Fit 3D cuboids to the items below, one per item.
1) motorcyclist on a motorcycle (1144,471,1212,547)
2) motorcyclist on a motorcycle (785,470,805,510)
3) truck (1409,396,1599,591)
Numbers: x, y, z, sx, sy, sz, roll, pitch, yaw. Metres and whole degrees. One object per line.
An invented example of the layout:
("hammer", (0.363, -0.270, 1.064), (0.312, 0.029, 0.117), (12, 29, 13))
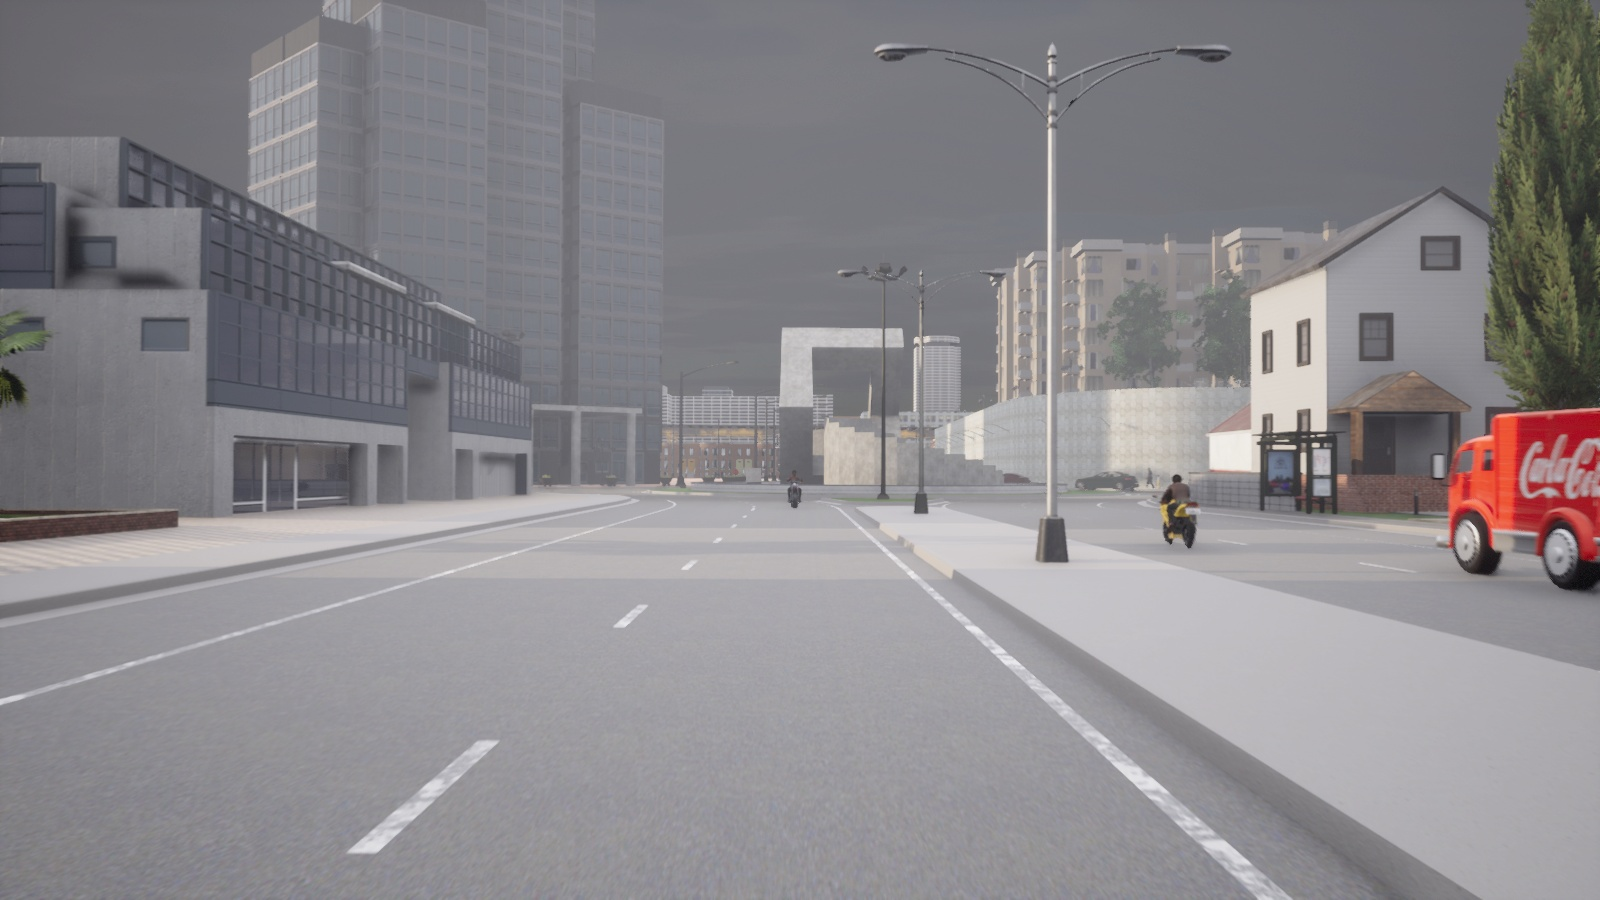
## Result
("motorcyclist on a motorcycle", (7.936, 1.208, 26.459), (0.797, 1.523, 2.044), (0, -1, 0))
("motorcyclist on a motorcycle", (-0.213, 1.655, 53.104), (0.766, 1.649, 2.350), (0, -1, -2))
("truck", (11.454, 0.588, 18.255), (2.627, 2.467, 5.204), (0, -1, 0))
